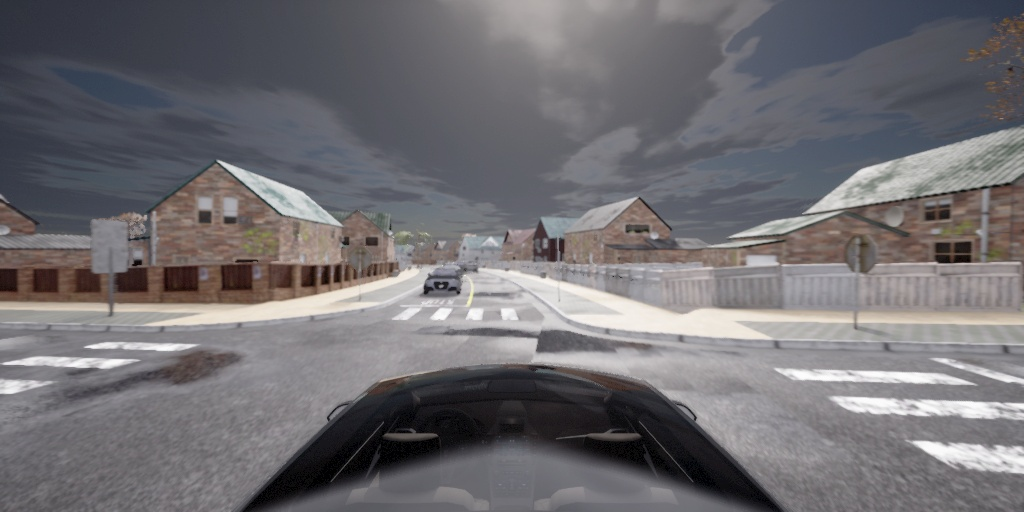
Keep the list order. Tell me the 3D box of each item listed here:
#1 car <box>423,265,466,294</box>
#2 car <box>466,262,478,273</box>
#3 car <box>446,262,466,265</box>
[{"bbox_3d":[-3.853,1.396,20.613,1.994,1.385,4.181,1,-1,-6],"label":"car"},{"bbox_3d":[-5.882,1.590,50.113,2.128,1.511,4.902,0,-1,-14],"label":"car"},{"bbox_3d":[-5.037,1.439,30.396,1.812,1.442,4.674,1,-1,-8],"label":"car"}]
